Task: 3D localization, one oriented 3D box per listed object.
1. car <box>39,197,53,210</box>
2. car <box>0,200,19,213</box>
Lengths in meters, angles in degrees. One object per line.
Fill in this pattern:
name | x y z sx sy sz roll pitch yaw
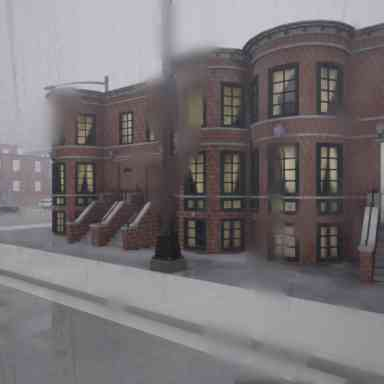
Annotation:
car | -17.314 1.220 44.169 2.150 2.045 5.566 0 0 36
car | -20.128 1.564 34.224 1.994 1.385 4.181 0 0 36
